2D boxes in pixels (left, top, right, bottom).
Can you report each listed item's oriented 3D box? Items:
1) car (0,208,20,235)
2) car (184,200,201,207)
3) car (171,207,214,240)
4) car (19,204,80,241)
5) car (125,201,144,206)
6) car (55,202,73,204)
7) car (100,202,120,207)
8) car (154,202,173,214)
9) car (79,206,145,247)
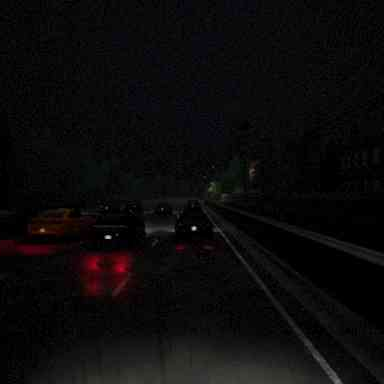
[{"bbox_3d":[-10.400,1.705,19.860,1.812,1.442,4.674,0,0,0],"label":"car"},{"bbox_3d":[0.097,1.722,41.171,2.097,1.767,4.553,0,-1,0],"label":"car"},{"bbox_3d":[0.098,1.727,17.931,1.994,1.385,4.181,0,0,0],"label":"car"},{"bbox_3d":[-6.901,1.639,17.822,1.882,1.535,5.008,0,0,0],"label":"car"},{"bbox_3d":[-6.902,1.866,39.925,1.837,1.490,4.892,0,0,0],"label":"car"},{"bbox_3d":[-13.901,1.836,36.567,1.837,1.490,4.892,0,0,0],"label":"car"},{"bbox_3d":[-10.403,1.948,42.566,1.994,1.385,4.181,0,0,0],"label":"car"},{"bbox_3d":[-3.404,1.926,40.176,1.994,1.385,4.181,0,0,0],"label":"car"},{"bbox_3d":[-3.402,1.636,15.914,2.128,1.511,4.902,0,0,0],"label":"car"}]
